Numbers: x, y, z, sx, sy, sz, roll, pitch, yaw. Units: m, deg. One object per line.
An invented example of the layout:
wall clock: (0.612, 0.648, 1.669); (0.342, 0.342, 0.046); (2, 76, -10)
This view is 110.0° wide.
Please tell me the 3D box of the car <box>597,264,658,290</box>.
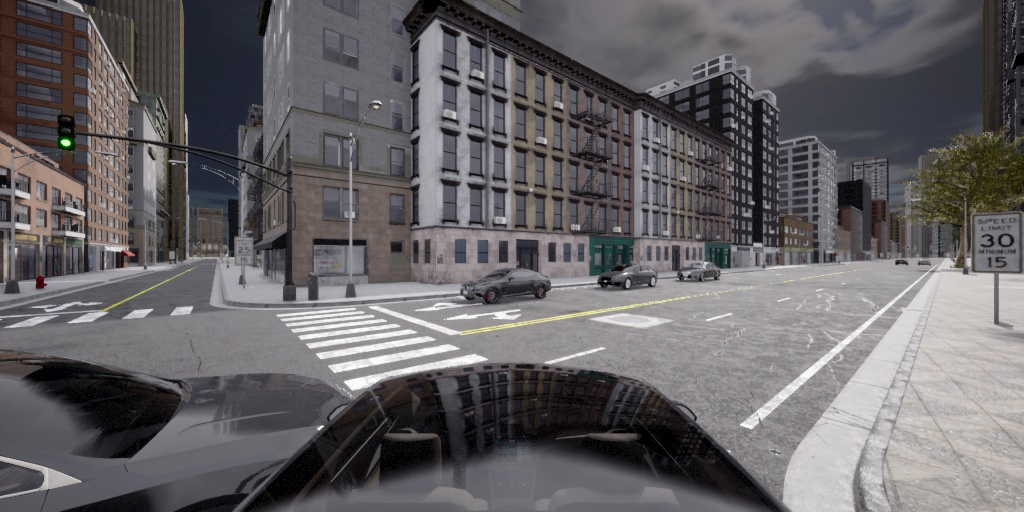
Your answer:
car: (7.464, 1.257, 22.946); (4.892, 1.490, 1.837); (0, 0, -39)

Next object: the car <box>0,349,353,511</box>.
car: (-3.237, 1.257, 1.661); (4.892, 1.490, 1.837); (0, 0, -35)

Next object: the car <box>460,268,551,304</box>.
car: (-0.176, 1.286, 16.658); (4.674, 1.442, 1.812); (0, 0, -39)

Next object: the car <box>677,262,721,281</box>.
car: (15.420, 1.234, 29.482); (4.902, 1.511, 2.128); (0, 0, -39)
